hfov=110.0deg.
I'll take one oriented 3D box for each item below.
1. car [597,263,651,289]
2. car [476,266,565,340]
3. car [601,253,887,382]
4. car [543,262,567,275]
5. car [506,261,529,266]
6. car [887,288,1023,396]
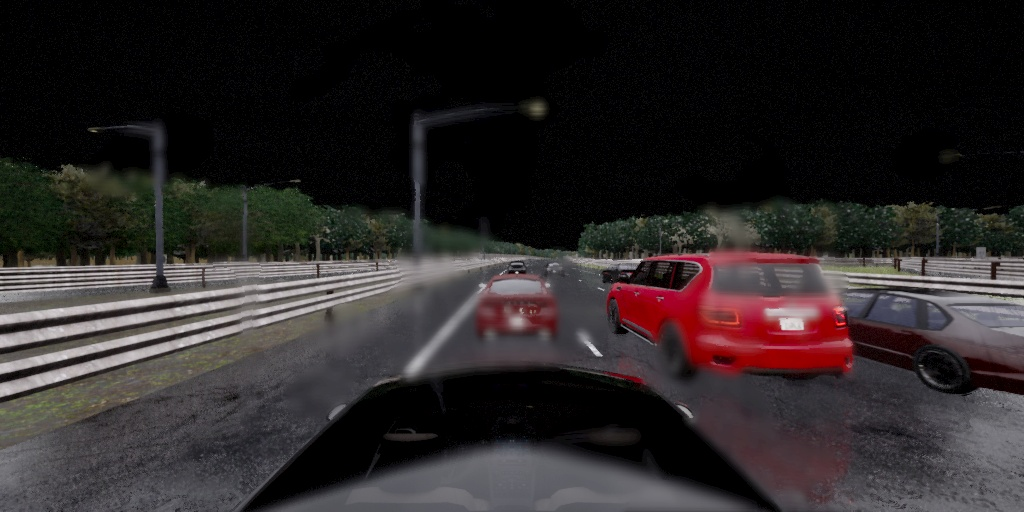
[{"bbox_3d":[7.278,1.242,23.931,2.128,1.511,4.902,0,0,1],"label":"car"},{"bbox_3d":[0.122,1.226,10.016,1.882,1.535,5.008,0,0,0],"label":"car"},{"bbox_3d":[3.608,0.971,7.281,2.150,2.045,5.566,0,0,0],"label":"car"},{"bbox_3d":[4.003,1.278,34.240,1.812,1.442,4.674,0,0,2],"label":"car"},{"bbox_3d":[0.522,1.257,34.924,1.837,1.490,4.892,0,0,2],"label":"car"},{"bbox_3d":[7.104,1.297,6.548,2.033,1.411,5.357,0,0,0],"label":"car"}]
